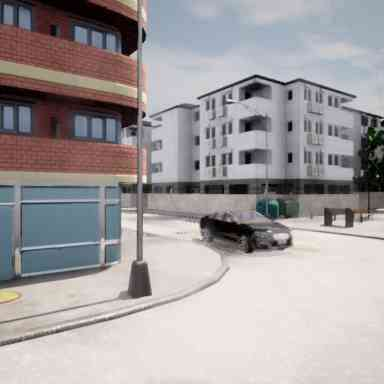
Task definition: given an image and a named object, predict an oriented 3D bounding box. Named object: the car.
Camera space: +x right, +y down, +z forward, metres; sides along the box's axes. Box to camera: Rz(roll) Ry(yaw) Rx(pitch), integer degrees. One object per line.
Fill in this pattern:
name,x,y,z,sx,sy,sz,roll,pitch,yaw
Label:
car,2.054,1.491,13.873,2.128,1.511,4.902,0,0,-28
